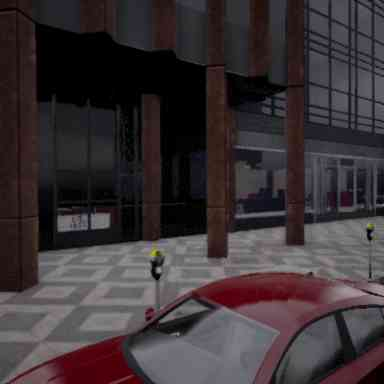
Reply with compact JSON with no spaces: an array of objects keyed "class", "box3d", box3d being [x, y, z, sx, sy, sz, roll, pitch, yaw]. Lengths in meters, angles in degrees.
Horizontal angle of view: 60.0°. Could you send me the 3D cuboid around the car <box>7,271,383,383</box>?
[{"class":"car","box3d":[0.576,1.503,2.927,4.507,1.381,1.887,-1,1,-35]}]
